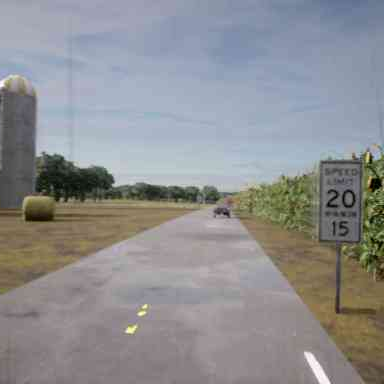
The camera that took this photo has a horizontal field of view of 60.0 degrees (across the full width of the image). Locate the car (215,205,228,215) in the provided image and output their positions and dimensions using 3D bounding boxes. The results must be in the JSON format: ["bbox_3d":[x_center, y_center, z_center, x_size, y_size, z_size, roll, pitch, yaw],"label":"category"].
[{"bbox_3d":[4.491,2.623,49.941,1.895,1.301,4.718,1,-1,6],"label":"car"}]

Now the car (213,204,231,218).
[{"bbox_3d":[3.544,2.247,39.388,1.837,1.490,4.892,1,-1,5],"label":"car"}]
